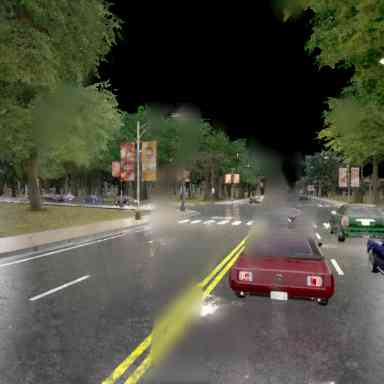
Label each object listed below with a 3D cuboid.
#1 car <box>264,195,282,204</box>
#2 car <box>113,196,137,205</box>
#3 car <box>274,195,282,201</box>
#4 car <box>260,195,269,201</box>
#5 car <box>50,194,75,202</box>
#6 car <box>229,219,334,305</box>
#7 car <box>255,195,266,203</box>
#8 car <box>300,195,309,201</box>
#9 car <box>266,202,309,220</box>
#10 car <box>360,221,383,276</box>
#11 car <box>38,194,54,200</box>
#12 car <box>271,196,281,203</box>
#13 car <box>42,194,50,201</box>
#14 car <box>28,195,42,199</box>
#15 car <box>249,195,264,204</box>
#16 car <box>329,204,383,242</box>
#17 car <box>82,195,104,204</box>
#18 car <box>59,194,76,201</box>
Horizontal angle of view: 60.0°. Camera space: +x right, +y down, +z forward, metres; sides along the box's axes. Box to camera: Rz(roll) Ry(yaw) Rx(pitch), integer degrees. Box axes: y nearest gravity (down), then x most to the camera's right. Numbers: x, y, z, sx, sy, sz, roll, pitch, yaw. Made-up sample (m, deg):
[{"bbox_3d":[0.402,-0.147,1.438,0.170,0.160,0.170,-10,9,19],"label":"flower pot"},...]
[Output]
[{"bbox_3d":[15.228,1.554,62.609,2.033,1.411,5.357,0,0,18],"label":"car"},{"bbox_3d":[-10.803,1.363,54.270,4.902,1.511,2.128,0,0,40],"label":"car"},{"bbox_3d":[21.292,1.489,82.341,1.882,1.535,5.008,0,0,17],"label":"car"},{"bbox_3d":[18.069,1.535,82.912,1.812,1.442,4.674,0,0,17],"label":"car"},{"bbox_3d":[-25.721,1.304,66.890,4.902,1.511,2.128,0,0,40],"label":"car"},{"bbox_3d":[2.222,1.601,8.185,1.895,1.301,4.718,0,0,17],"label":"car"},{"bbox_3d":[15.073,1.486,73.094,1.882,1.535,5.008,0,0,17],"label":"car"},{"bbox_3d":[30.400,1.520,89.918,1.837,1.490,4.892,0,0,17],"label":"car"},{"bbox_3d":[4.875,1.505,17.066,1.837,1.490,4.892,0,0,17],"label":"car"},{"bbox_3d":[5.432,1.601,7.585,1.895,1.301,4.718,0,0,16],"label":"car"},{"bbox_3d":[-37.337,1.225,85.100,4.674,1.442,1.812,0,0,40],"label":"car"},{"bbox_3d":[18.267,1.604,72.422,1.895,1.301,4.718,0,0,17],"label":"car"},{"bbox_3d":[-31.320,1.263,75.820,4.902,1.511,2.128,0,0,40],"label":"car"},{"bbox_3d":[-39.304,1.297,82.508,4.718,1.301,1.895,0,0,40],"label":"car"},{"bbox_3d":[12.151,1.554,63.643,2.033,1.411,5.357,0,0,18],"label":"car"},{"bbox_3d":[8.019,1.352,16.226,2.097,1.767,4.553,0,0,17],"label":"car"},{"bbox_3d":[-17.995,1.303,60.331,5.008,1.535,1.882,0,0,40],"label":"car"},{"bbox_3d":[-29.463,1.260,78.504,4.674,1.442,1.812,0,0,40],"label":"car"}]
